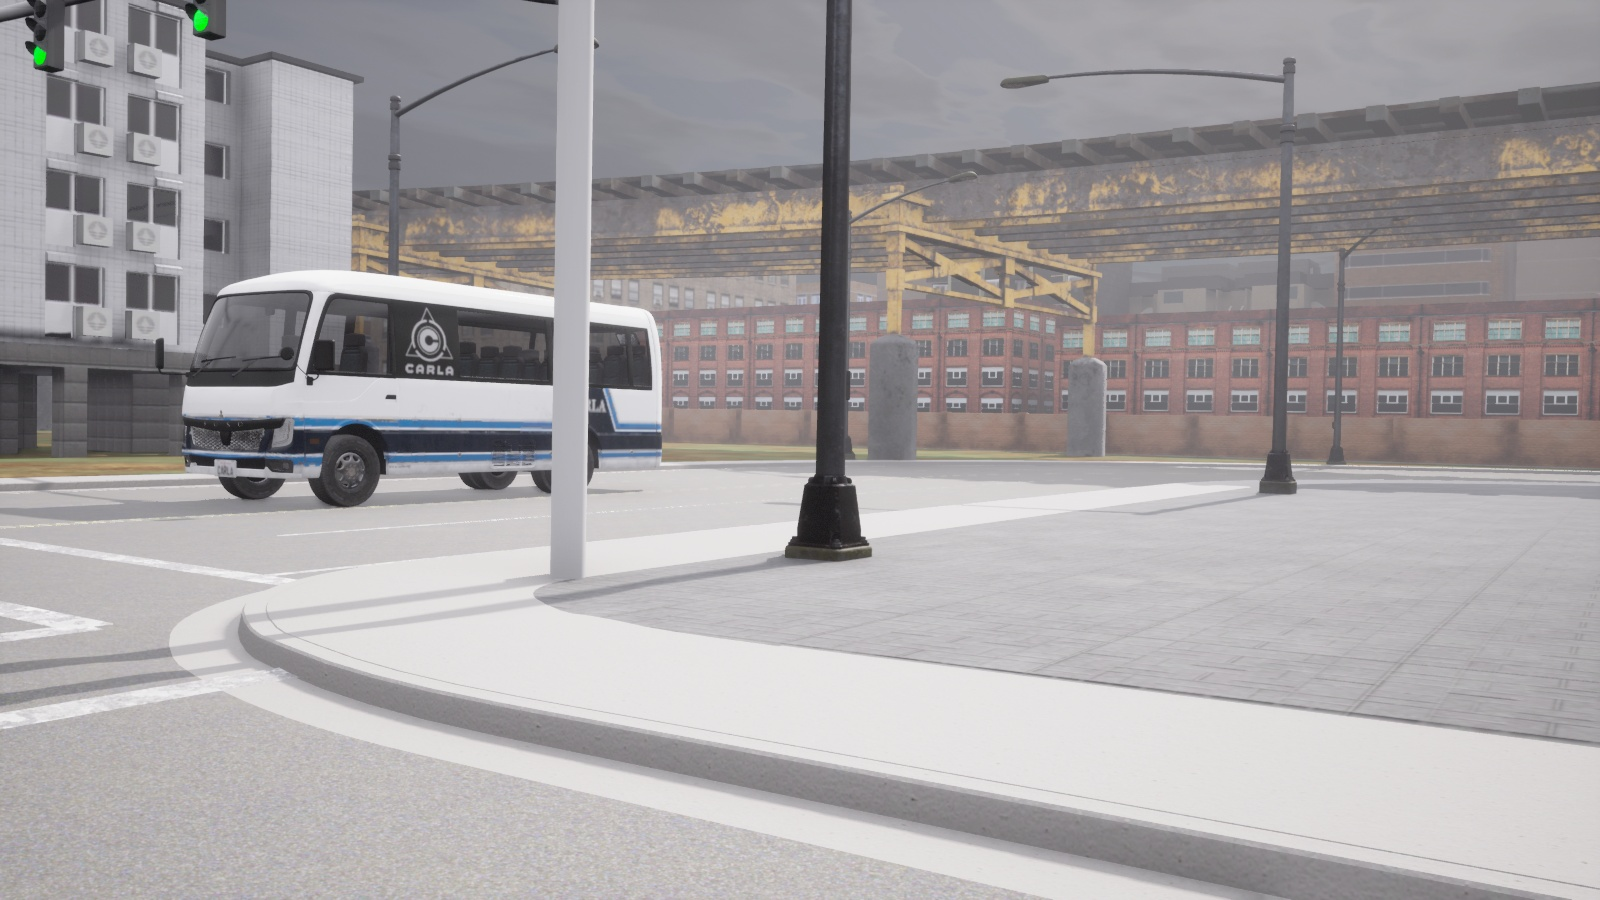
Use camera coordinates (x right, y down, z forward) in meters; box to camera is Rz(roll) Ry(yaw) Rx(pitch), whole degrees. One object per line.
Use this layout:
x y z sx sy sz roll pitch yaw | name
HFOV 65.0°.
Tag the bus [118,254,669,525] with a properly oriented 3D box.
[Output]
-7.391 -1.054 25.062 3.944 4.253 10.273 1 1 33 | bus
